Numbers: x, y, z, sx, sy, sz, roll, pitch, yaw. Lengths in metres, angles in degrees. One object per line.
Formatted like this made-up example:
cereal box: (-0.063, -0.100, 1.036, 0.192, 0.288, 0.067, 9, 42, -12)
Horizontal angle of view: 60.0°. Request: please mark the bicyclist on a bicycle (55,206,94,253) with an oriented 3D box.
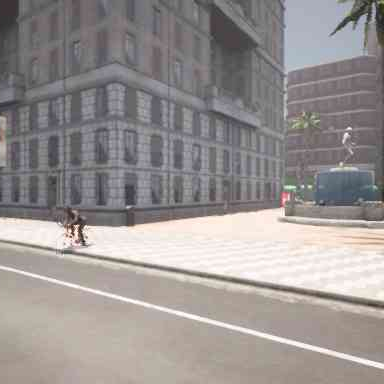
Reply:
bicyclist on a bicycle: (-4.300, 1.329, 12.175, 0.582, 1.620, 1.656, 0, 6, 35)
